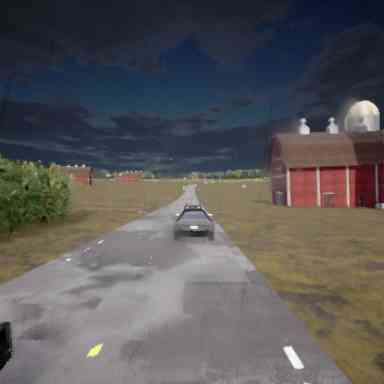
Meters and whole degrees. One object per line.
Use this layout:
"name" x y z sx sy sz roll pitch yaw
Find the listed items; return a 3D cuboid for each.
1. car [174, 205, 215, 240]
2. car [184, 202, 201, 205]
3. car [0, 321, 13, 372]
"car" 0.097 1.588 17.197 1.994 1.385 4.181 0 0 0
"car" 0.088 1.715 37.292 1.895 1.301 4.718 0 0 0
"car" -2.848 1.601 1.320 1.895 1.301 4.718 0 0 0
